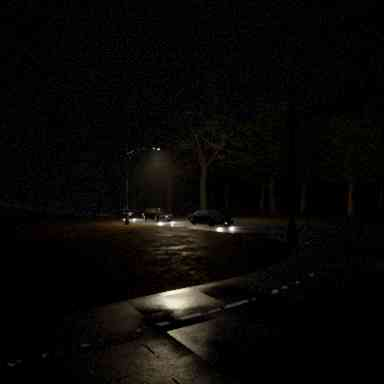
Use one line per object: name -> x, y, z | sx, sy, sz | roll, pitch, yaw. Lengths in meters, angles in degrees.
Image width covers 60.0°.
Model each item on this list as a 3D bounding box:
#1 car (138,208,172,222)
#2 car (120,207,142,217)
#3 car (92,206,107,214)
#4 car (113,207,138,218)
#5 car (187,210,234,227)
car -> -4.020, 2.573, 38.010 | 1.837, 1.490, 4.892 | 1, -2, -33
car -> -9.886, 3.183, 53.728 | 1.994, 1.385, 4.181 | 1, -2, -33
car -> -18.663, 3.577, 67.119 | 2.128, 1.511, 4.902 | 1, -2, -33
car -> -9.597, 2.890, 46.550 | 2.128, 1.511, 4.902 | 1, -2, -33
car -> 1.479, 2.275, 29.645 | 2.033, 1.411, 5.357 | 0, -2, -30
